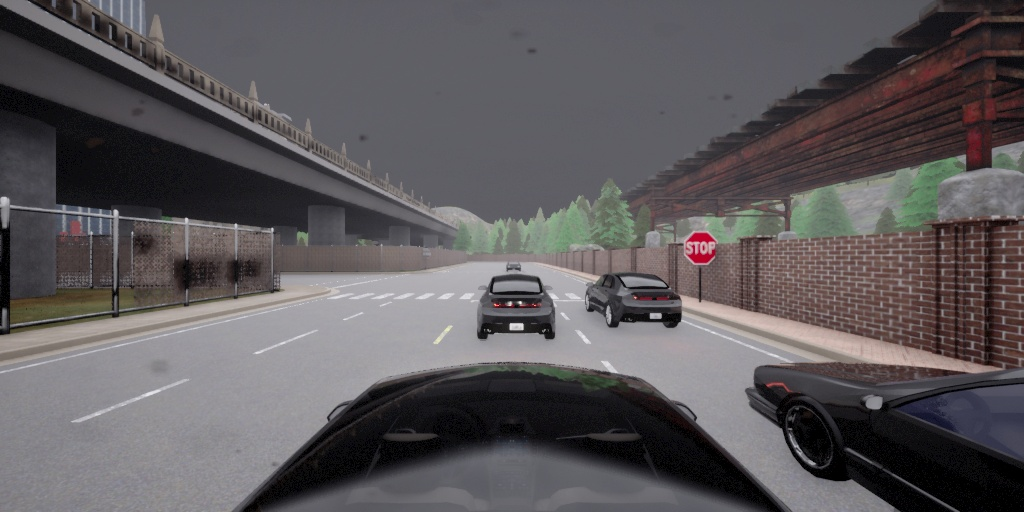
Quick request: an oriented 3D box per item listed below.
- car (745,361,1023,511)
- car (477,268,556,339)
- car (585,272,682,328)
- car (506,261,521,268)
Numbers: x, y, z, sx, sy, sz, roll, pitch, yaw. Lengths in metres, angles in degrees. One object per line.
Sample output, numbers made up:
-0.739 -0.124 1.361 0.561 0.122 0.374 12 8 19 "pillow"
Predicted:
3.600 1.297 1.640 2.033 1.411 5.357 0 0 0 "car"
0.101 1.255 10.028 1.837 1.490 4.892 0 0 0 "car"
3.603 1.255 11.386 1.837 1.490 4.892 0 0 0 "car"
0.196 1.351 46.310 1.895 1.301 4.718 0 0 -1 "car"
